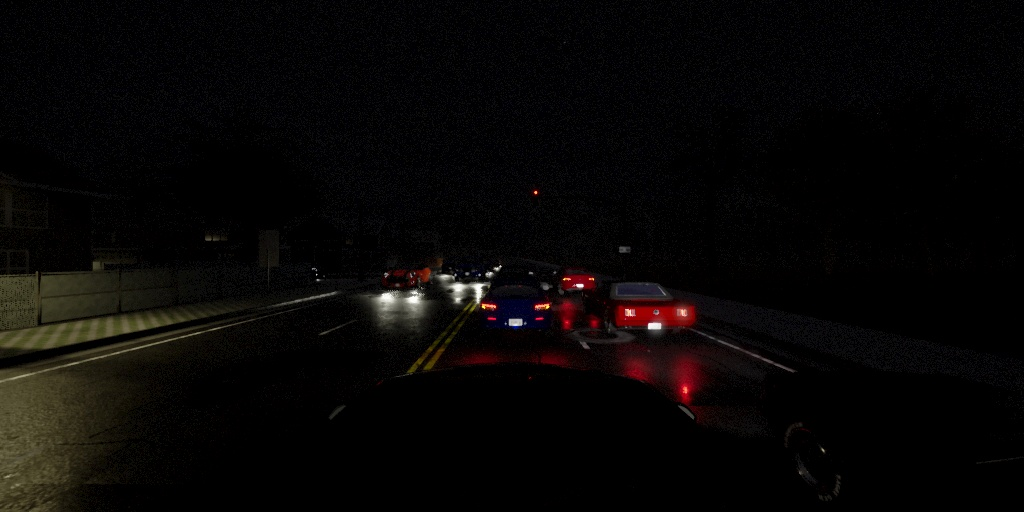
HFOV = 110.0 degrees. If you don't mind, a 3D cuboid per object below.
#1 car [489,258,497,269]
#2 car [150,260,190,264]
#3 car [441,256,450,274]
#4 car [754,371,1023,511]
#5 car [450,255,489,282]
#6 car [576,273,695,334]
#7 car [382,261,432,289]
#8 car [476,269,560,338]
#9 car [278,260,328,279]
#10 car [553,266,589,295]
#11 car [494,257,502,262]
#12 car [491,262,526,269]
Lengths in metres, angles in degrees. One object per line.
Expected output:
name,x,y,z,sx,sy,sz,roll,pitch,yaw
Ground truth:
car,-3.314,1.289,45.214,2.033,1.411,5.357,0,0,0
car,-28.436,1.148,30.444,4.553,1.767,2.097,0,0,0
car,-6.571,0.965,40.953,2.150,2.045,5.566,0,0,0
car,3.348,1.351,1.414,1.895,1.301,4.718,0,0,0
car,-3.330,0.970,29.428,2.150,2.045,5.566,0,0,0
car,3.342,1.351,10.582,1.895,1.301,4.718,0,0,0
car,-6.586,1.102,22.873,2.097,1.767,4.553,0,0,0
car,0.089,1.276,10.102,1.812,1.442,4.674,0,0,0
car,-18.192,1.130,30.416,4.553,1.767,2.097,0,0,0
car,3.323,1.276,19.690,1.812,1.442,4.674,0,0,0
car,-3.282,1.079,60.631,2.097,1.767,4.553,0,0,0
car,0.071,1.255,19.364,1.837,1.490,4.892,0,0,0
